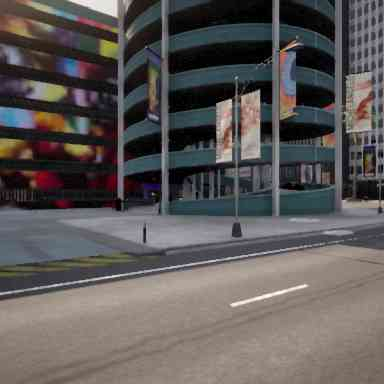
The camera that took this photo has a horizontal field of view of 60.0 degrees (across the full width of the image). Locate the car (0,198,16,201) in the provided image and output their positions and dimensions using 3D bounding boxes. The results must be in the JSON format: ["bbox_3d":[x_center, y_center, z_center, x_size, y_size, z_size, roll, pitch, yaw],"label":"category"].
[{"bbox_3d":[-22.264,1.318,40.231,2.002,1.452,4.674,0,0,-36],"label":"car"}]

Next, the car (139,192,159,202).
[{"bbox_3d":[-8.572,1.027,65.660,2.435,2.045,5.566,0,0,-36],"label":"car"}]

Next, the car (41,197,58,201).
[{"bbox_3d":[-23.088,1.461,54.163,1.895,1.301,4.718,0,0,-36],"label":"car"}]
